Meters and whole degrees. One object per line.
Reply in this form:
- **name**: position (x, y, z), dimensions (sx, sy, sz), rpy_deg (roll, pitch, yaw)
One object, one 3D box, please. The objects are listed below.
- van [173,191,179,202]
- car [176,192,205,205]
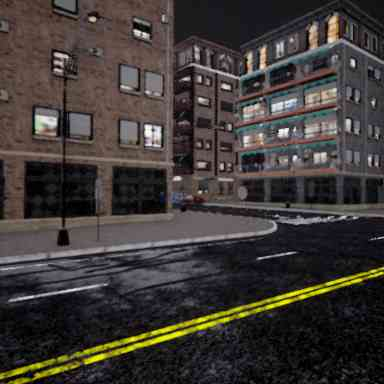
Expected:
- **van**: position (-3.343, 0.753, 50.353), dimensions (1.690, 1.788, 3.998), rpy_deg (2, 0, -37)
- **car**: position (0.102, 1.079, 45.911), dimensions (1.802, 1.307, 4.206), rpy_deg (2, 0, -37)
